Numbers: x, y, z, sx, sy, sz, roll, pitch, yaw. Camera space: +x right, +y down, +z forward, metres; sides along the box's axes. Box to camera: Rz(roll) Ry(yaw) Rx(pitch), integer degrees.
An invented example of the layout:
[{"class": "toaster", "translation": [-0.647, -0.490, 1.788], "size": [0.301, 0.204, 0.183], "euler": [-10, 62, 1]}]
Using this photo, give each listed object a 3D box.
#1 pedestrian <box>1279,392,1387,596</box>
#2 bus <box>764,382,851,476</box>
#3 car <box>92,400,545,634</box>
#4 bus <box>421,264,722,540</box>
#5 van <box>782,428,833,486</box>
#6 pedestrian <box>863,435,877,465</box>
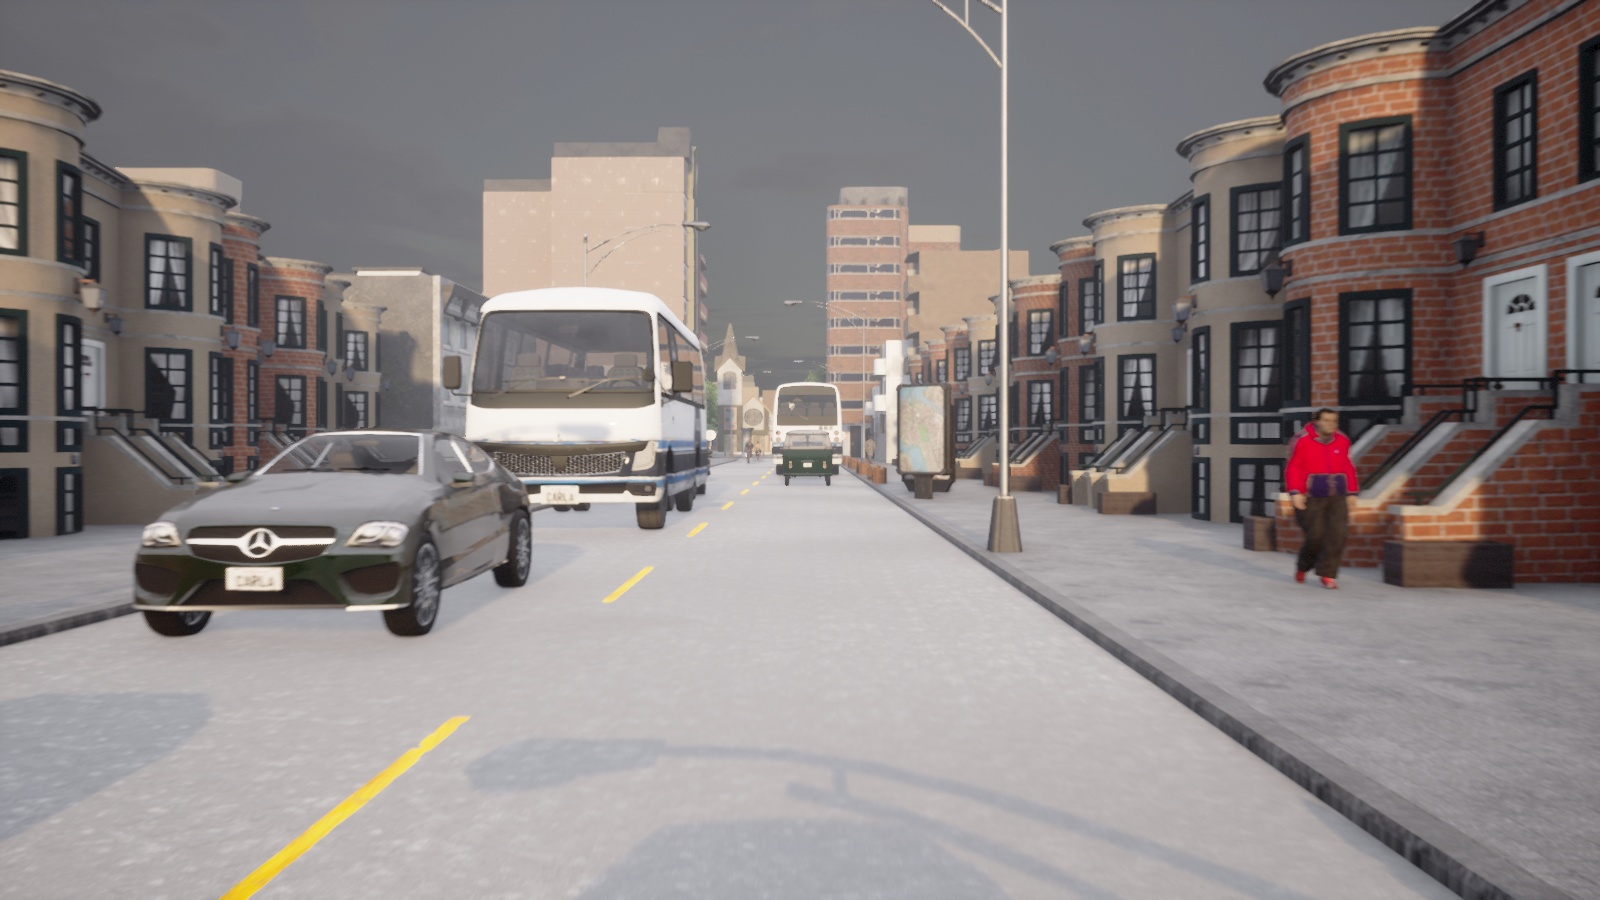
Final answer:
[{"class": "pedestrian", "translation": [4.972, 0.393, 11.757], "size": [0.634, 1.844, 0.899], "euler": [0, 0, 0]}, {"class": "bus", "translation": [0.368, -0.983, 62.181], "size": [3.944, 4.253, 10.273], "euler": [0, 0, 0]}, {"class": "car", "translation": [-3.919, 0.457, 11.396], "size": [2.152, 1.651, 5.027], "euler": [0, 0, 0]}, {"class": "bus", "translation": [-3.845, -0.772, 24.481], "size": [3.944, 4.253, 10.273], "euler": [0, 0, 0]}, {"class": "van", "translation": [0.273, 0.242, 45.349], "size": [1.775, 1.987, 4.442], "euler": [0, 0, 0]}, {"class": "pedestrian", "translation": [4.639, -0.012, 82.906], "size": [0.659, 1.952, 0.873], "euler": [0, 0, -17]}]
